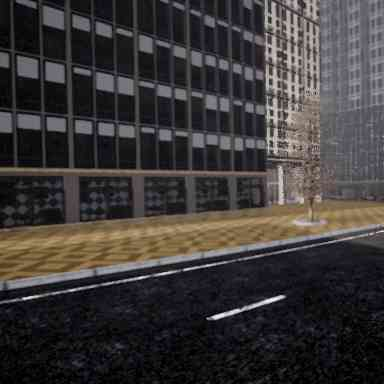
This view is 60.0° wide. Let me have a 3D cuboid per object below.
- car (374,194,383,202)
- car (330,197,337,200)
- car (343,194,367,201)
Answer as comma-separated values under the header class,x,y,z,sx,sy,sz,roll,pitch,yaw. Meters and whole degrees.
class,x,y,z,sx,sy,sz,roll,pitch,yaw
car,32.982,1.028,55.946,1.947,1.339,4.313,-1,1,-39
car,25.929,0.960,64.863,1.947,1.339,4.313,-1,1,-39
car,29.439,1.011,60.393,1.802,1.307,4.206,-1,1,-39
